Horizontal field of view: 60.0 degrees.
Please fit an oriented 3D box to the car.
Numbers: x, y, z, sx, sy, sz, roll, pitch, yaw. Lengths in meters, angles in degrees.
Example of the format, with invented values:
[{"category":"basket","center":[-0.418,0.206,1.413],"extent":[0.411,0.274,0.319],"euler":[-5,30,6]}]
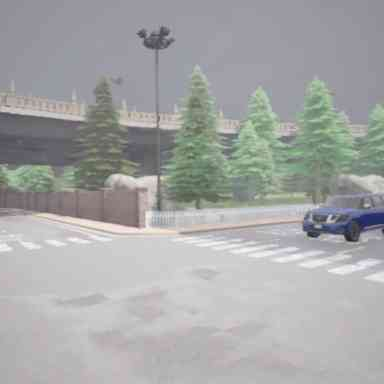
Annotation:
[{"category":"car","center":[7.551,1.076,15.675],"extent":[5.566,2.045,2.150],"euler":[-1,0,-36]}]
